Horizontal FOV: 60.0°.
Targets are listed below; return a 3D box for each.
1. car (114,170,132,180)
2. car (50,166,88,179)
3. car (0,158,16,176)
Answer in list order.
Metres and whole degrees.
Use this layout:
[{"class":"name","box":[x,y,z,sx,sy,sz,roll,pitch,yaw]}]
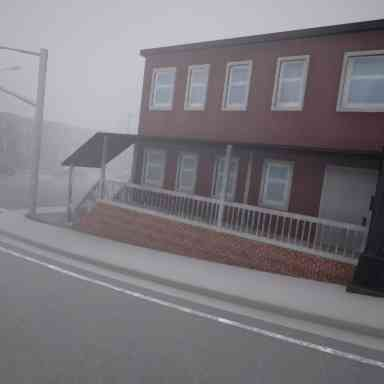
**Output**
[{"class":"car","box":[-9.177,-2.470,48.567,1.812,1.442,4.674,10,6,35]},{"class":"car","box":[-14.947,-2.475,40.593,1.812,1.442,4.674,10,6,36]},{"class":"car","box":[-20.245,-2.654,33.254,2.097,1.767,4.553,10,6,36]}]
